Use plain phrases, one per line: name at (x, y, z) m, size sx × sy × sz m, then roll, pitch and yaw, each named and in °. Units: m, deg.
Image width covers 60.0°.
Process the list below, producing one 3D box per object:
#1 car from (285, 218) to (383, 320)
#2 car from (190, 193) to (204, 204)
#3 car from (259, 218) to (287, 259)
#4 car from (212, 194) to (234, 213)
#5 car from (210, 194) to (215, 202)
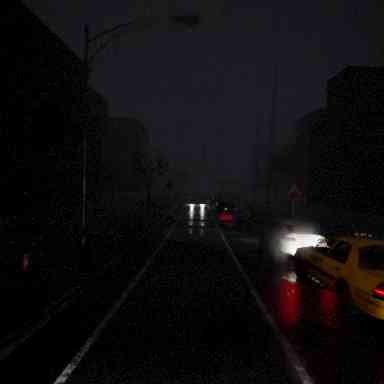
car at (3.925, 1.699, 7.963) m, size 1.801 × 1.575 × 5.366 m, roll 2°, pitch -1°, yaw 1°
car at (0.759, 0.848, 47.794) m, size 1.812 × 1.442 × 4.674 m, roll 2°, pitch 3°, yaw 1°
car at (4.025, 1.812, 13.777) m, size 1.812 × 1.442 × 4.674 m, roll 2°, pitch 0°, yaw 1°
car at (3.581, 1.400, 36.705) m, size 1.837 × 1.490 × 4.892 m, roll 2°, pitch 2°, yaw 2°
car at (3.771, 0.949, 48.438) m, size 1.994 × 1.385 × 4.181 m, roll 2°, pitch 3°, yaw 1°
